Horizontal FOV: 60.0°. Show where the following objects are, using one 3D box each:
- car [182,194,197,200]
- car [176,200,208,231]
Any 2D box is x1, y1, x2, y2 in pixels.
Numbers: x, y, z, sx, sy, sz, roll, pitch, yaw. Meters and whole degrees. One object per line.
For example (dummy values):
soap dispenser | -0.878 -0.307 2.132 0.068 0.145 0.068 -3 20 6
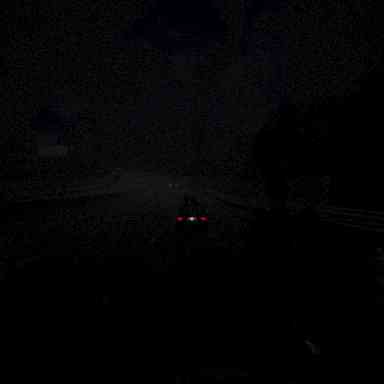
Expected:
car | -0.362 0.996 47.941 1.837 1.490 4.892 0 1 -1
car | -0.009 1.433 19.912 2.033 1.411 5.357 0 1 0
